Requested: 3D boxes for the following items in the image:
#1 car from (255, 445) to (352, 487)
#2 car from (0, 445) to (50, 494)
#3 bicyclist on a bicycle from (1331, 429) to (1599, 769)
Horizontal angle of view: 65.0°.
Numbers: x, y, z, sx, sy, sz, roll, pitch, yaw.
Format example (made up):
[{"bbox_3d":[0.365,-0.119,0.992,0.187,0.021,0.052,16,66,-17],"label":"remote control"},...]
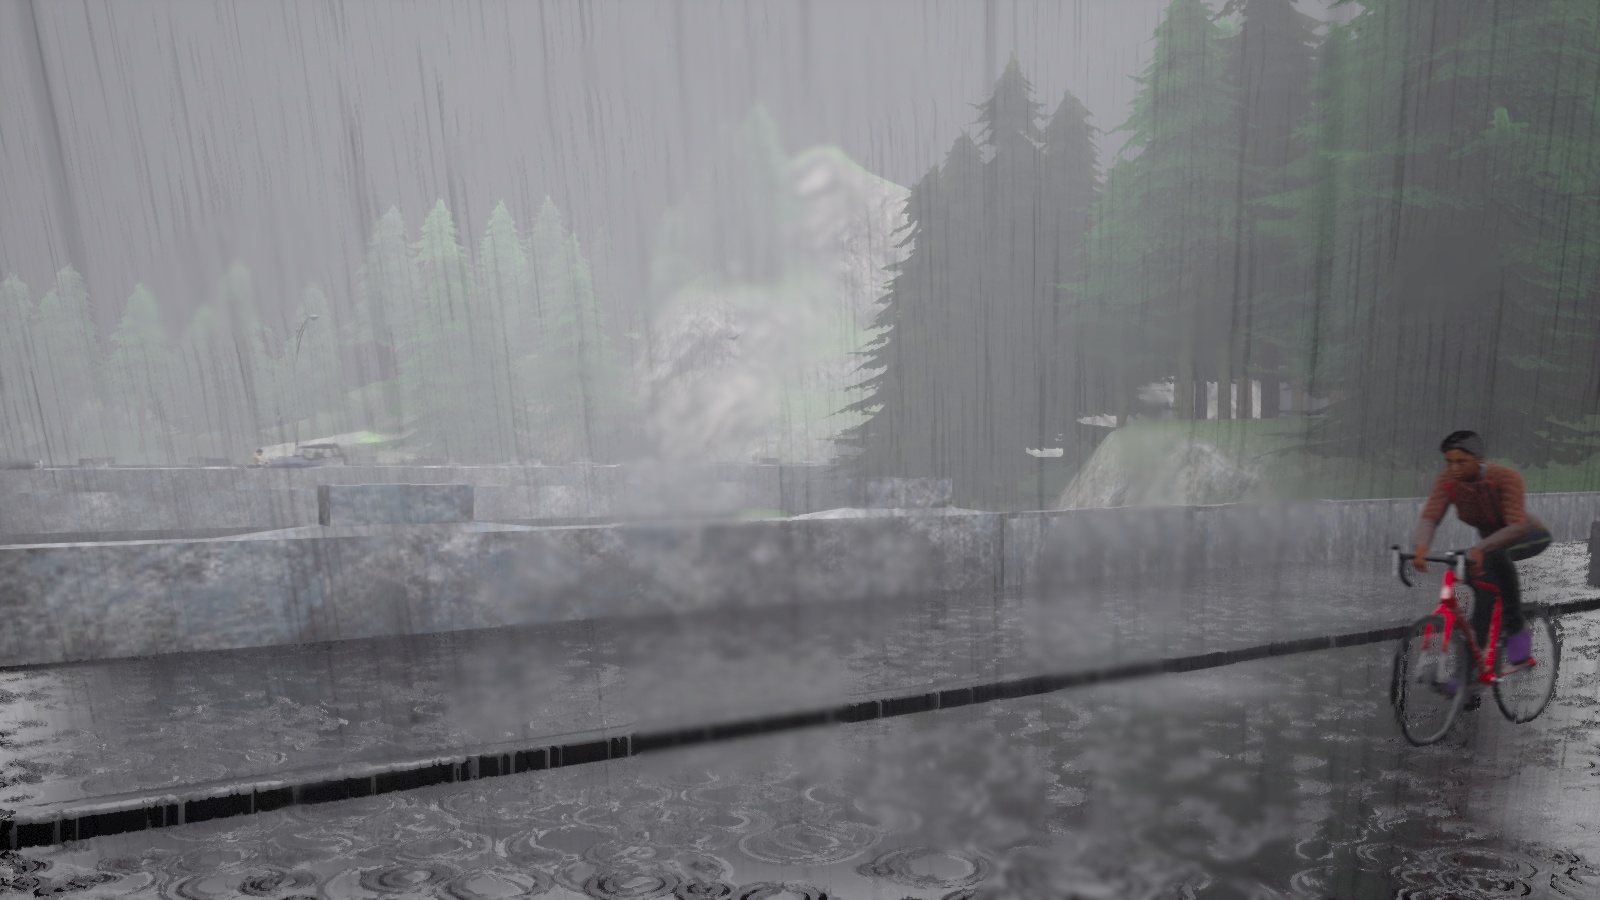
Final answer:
[{"bbox_3d":[-23.050,0.732,58.313,3.866,1.878,1.905,0,0,-35],"label":"car"},{"bbox_3d":[-31.260,0.744,47.710,4.605,1.855,1.932,0,0,-35],"label":"car"},{"bbox_3d":[3.591,0.706,6.686,1.656,1.620,0.582,0,0,-34],"label":"bicyclist on a bicycle"}]
